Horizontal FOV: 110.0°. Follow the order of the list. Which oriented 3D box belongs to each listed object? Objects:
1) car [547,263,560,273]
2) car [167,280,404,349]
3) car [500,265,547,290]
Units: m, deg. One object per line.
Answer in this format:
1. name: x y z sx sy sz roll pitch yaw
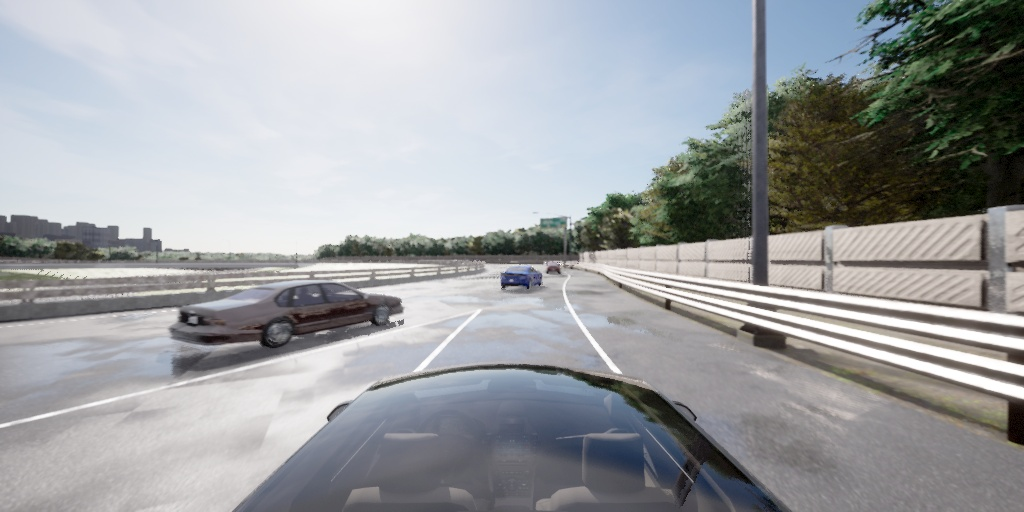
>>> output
1. car: 5.660 1.643 49.808 1.812 1.442 4.674 0 0 4
2. car: -5.355 1.354 9.512 2.033 1.411 5.357 0 -1 26
3. car: 0.735 1.401 24.569 1.882 1.535 5.008 0 0 18
